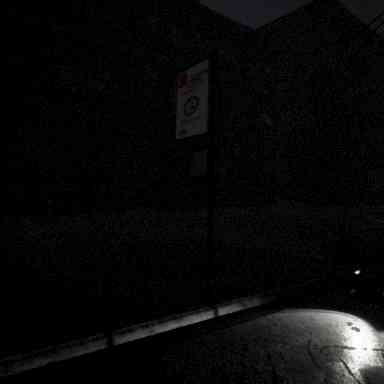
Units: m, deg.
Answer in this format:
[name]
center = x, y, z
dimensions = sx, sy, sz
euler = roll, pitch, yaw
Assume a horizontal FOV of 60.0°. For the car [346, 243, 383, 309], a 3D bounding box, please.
[car]
center = 5.069, 1.568, 6.886
dimensions = 4.181, 1.385, 1.994
euler = 0, 0, -36
